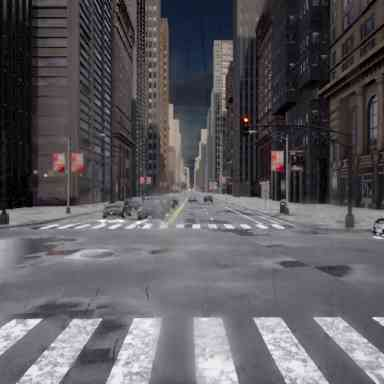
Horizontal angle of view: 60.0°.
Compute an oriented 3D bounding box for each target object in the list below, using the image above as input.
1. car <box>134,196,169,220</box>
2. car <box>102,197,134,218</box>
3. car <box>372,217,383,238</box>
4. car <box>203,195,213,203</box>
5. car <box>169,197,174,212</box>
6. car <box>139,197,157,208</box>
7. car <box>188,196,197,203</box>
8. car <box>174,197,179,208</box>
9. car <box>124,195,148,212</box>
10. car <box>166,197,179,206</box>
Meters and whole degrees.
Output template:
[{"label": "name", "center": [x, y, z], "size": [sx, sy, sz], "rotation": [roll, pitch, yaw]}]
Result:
[{"label": "car", "center": [-3.286, 1.337, 27.737], "size": [2.097, 1.767, 4.553], "rotation": [0, 0, -2]}, {"label": "car", "center": [-6.596, 1.488, 29.639], "size": [1.837, 1.490, 4.892], "rotation": [0, 0, 0]}, {"label": "car", "center": [10.301, 1.325, 14.261], "size": [4.902, 1.511, 2.128], "rotation": [-1, 0, -6]}, {"label": "car", "center": [3.360, 1.425, 69.964], "size": [1.837, 1.490, 4.892], "rotation": [0, 0, 0]}, {"label": "car", "center": [-3.346, 1.502, 36.521], "size": [1.812, 1.442, 4.674], "rotation": [0, 0, 0]}, {"label": "car", "center": [-6.581, 1.509, 50.090], "size": [2.033, 1.411, 5.357], "rotation": [0, 0, 0]}, {"label": "car", "center": [0.110, 1.468, 69.876], "size": [2.033, 1.411, 5.357], "rotation": [0, 0, 0]}, {"label": "car", "center": [-3.332, 1.530, 46.545], "size": [1.994, 1.385, 4.181], "rotation": [0, 0, 0]}, {"label": "car", "center": [-6.591, 1.326, 39.793], "size": [2.097, 1.767, 4.553], "rotation": [0, 0, 0]}, {"label": "car", "center": [-3.305, 1.552, 56.562], "size": [1.895, 1.301, 4.718], "rotation": [0, 0, 0]}]
